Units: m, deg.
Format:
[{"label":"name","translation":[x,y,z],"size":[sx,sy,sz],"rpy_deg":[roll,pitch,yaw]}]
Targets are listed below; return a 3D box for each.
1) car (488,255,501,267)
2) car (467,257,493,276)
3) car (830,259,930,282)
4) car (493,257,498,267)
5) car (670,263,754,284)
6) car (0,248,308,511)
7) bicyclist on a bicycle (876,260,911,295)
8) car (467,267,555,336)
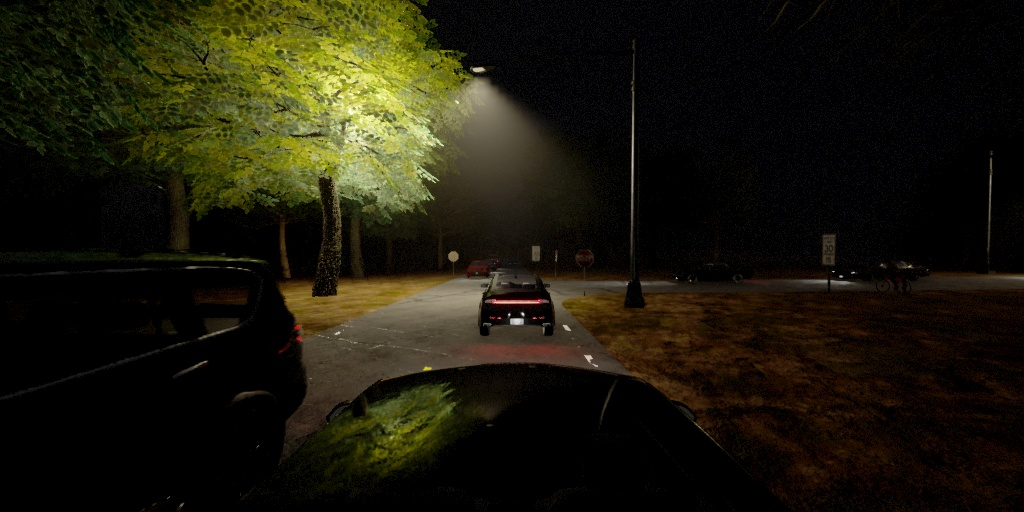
[{"label":"car","translation":[-2.954,0.813,57.117],"size":[2.150,2.045,5.566],"rpy_deg":[0,0,1]},{"label":"car","translation":[-2.994,1.166,32.674],"size":[1.882,1.535,5.008],"rpy_deg":[0,0,-1]},{"label":"car","translation":[24.583,0.944,23.986],"size":[5.357,1.411,2.033],"rpy_deg":[-1,1,-2]},{"label":"car","translation":[-3.028,1.179,44.661],"size":[1.812,1.442,4.674],"rpy_deg":[0,0,0]},{"label":"car","translation":[13.274,1.141,24.065],"size":[4.718,1.301,1.895],"rpy_deg":[-1,1,2]},{"label":"car","translation":[-3.111,0.973,1.302],"size":[2.150,2.045,5.566],"rpy_deg":[0,0,0]},{"label":"bicyclist on a bicycle","translation":[18.570,1.038,17.492],"size":[0.582,1.620,1.656],"rpy_deg":[-1,0,0]},{"label":"car","translation":[0.113,1.235,10.360],"size":[2.128,1.511,4.902],"rpy_deg":[0,0,0]}]
